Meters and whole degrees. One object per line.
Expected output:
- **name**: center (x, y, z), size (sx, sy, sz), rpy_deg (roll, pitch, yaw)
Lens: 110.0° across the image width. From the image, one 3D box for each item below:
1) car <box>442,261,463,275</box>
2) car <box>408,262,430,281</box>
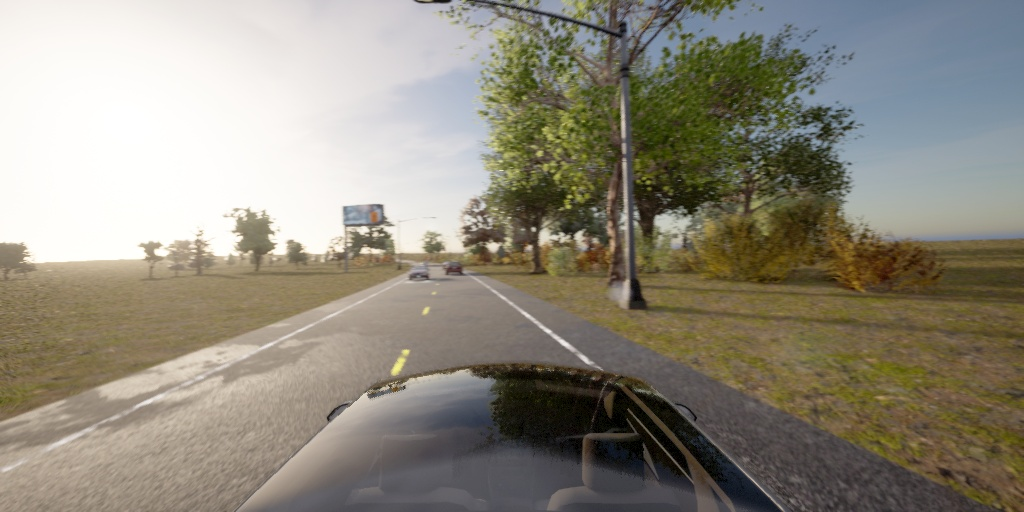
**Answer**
- **car**: center (-7.467, 1.447, 45.991), size (2.097, 1.767, 4.553), rpy_deg (-2, 0, -11)
- **car**: center (-9.214, 1.667, 35.911), size (1.812, 1.442, 4.674), rpy_deg (-2, 0, -11)
